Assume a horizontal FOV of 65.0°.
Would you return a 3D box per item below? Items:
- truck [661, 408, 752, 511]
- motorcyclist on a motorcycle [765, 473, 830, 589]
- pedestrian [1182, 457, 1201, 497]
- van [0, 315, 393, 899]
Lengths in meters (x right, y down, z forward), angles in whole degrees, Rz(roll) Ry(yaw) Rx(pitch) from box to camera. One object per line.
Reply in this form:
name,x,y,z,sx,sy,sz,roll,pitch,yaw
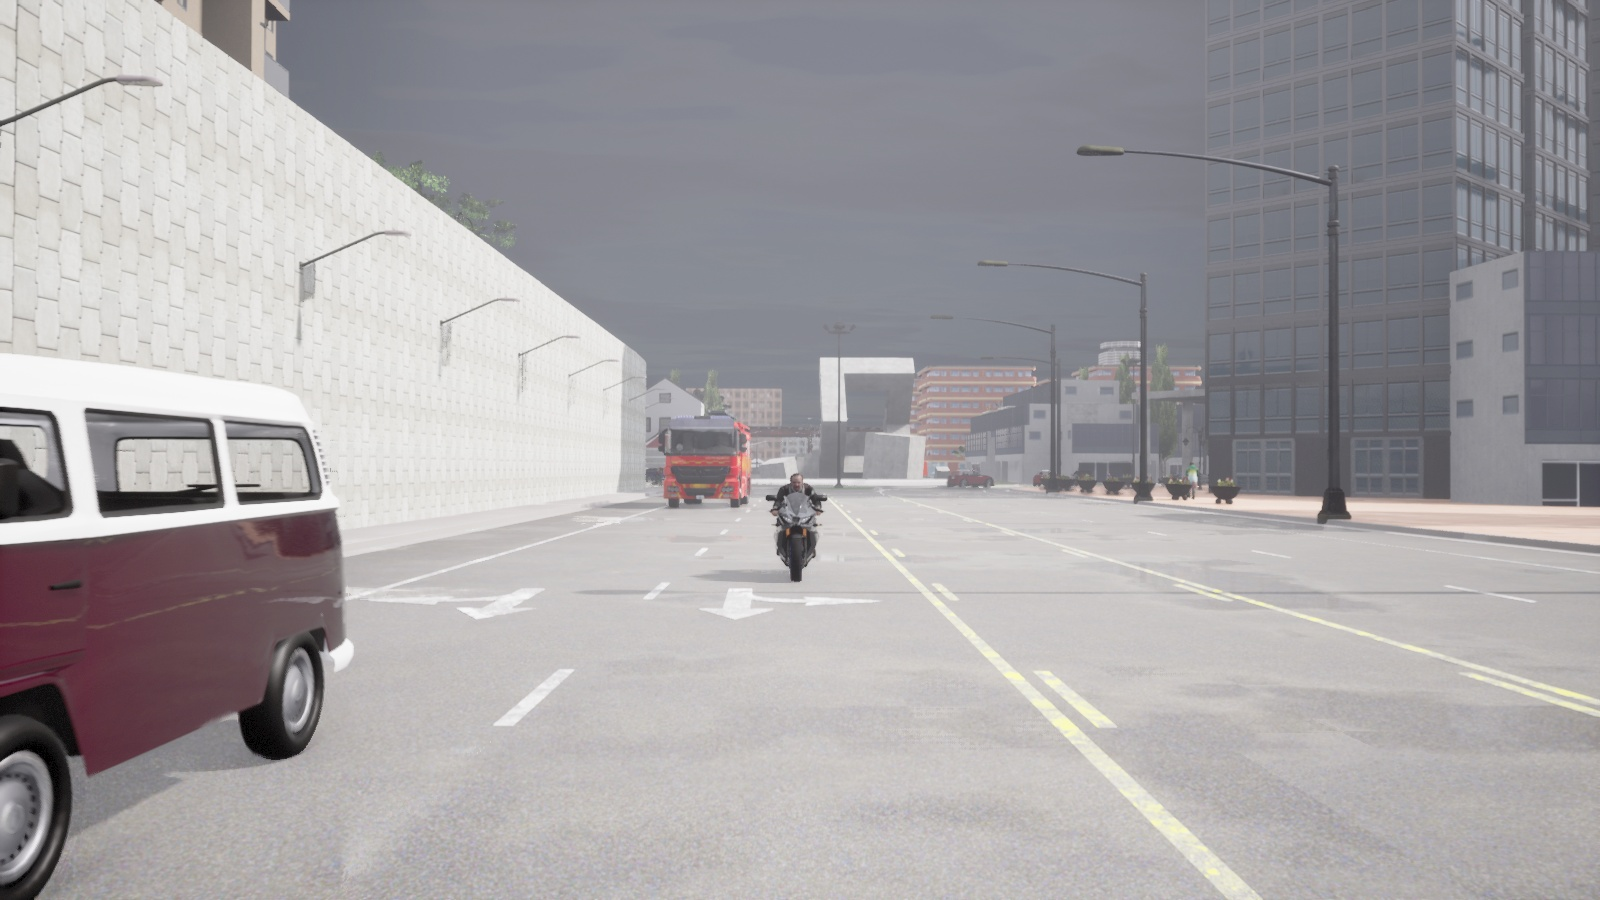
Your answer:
truck,-3.651,0.400,51.101,2.891,3.827,8.468,0,-1,1
motorcyclist on a motorcycle,-0.042,1.105,17.937,0.866,1.530,2.191,0,-1,0
pedestrian,19.084,1.302,61.279,0.659,1.952,0.873,0,-1,1
van,-3.514,0.627,5.415,2.069,2.038,4.480,0,-1,0
